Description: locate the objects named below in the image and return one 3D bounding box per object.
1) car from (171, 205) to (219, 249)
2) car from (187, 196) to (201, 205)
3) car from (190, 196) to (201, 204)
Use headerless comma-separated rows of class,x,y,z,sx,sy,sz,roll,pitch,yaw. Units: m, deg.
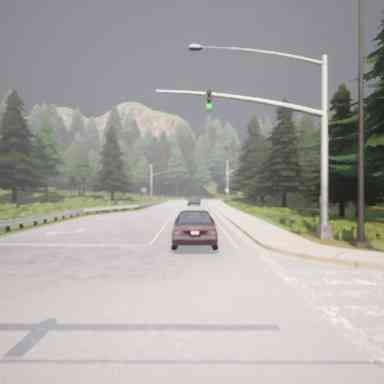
car,0.106,1.481,14.239,2.033,1.411,5.357,0,0,0
car,0.277,1.333,49.300,2.033,1.411,5.357,0,0,2
car,0.674,1.342,59.764,1.895,1.301,4.718,0,0,2
